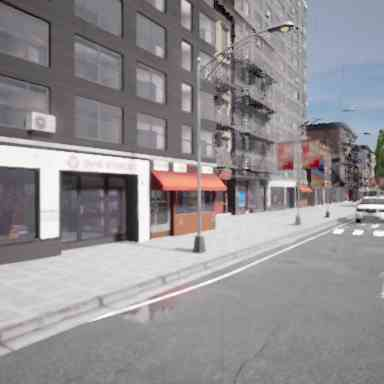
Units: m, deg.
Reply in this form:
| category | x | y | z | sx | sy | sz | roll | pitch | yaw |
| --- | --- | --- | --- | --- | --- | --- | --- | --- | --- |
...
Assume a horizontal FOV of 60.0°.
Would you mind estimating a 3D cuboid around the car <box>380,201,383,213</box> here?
| category | x | y | z | sx | sy | sz | roll | pitch | yaw |
| --- | --- | --- | --- | --- | --- | --- | --- | --- | --- |
| car | 25.648 | 1.919 | 42.982 | 1.895 | 1.301 | 4.718 | 0 | -1 | 34 |

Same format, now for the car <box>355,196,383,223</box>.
| category | x | y | z | sx | sy | sz | roll | pitch | yaw |
| --- | --- | --- | --- | --- | --- | --- | --- | --- | --- |
| car | 14.556 | 1.364 | 26.485 | 2.150 | 2.045 | 5.566 | 0 | -1 | 34 |
